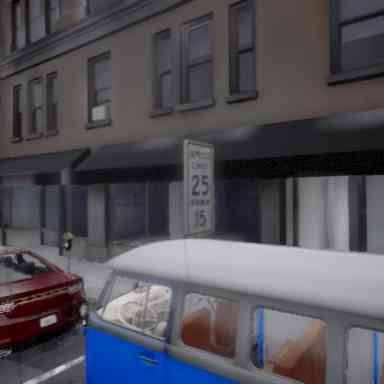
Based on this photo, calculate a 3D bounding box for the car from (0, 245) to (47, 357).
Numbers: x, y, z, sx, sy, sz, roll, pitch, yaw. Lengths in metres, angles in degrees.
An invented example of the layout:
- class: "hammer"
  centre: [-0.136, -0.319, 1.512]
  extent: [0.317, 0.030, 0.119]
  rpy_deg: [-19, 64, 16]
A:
- class: "car"
  centre: [-3.737, 1.607, 5.745]
  extent: [4.507, 1.381, 1.887]
  rpy_deg: [-1, 0, 36]

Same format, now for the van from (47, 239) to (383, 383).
- class: "van"
  centre: [0.867, 1.347, 2.456]
  extent: [3.998, 1.788, 1.690]
  rpy_deg: [-1, 0, 36]
